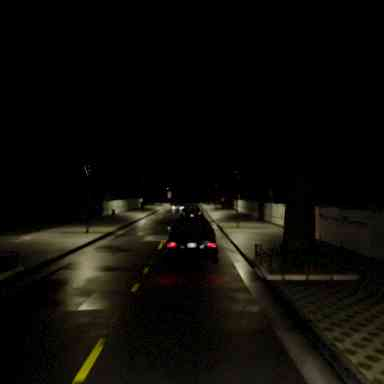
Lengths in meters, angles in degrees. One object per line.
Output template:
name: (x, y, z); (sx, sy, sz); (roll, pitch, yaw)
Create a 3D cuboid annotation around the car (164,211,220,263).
car: (0.003, 1.671, 12.515); (2.033, 1.411, 5.357); (0, -1, 0)

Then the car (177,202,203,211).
car: (0.008, 1.840, 28.593); (1.994, 1.385, 4.181); (0, 0, 0)

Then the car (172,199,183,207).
car: (-2.800, 2.096, 64.569); (1.837, 1.490, 4.892); (0, 0, 1)
